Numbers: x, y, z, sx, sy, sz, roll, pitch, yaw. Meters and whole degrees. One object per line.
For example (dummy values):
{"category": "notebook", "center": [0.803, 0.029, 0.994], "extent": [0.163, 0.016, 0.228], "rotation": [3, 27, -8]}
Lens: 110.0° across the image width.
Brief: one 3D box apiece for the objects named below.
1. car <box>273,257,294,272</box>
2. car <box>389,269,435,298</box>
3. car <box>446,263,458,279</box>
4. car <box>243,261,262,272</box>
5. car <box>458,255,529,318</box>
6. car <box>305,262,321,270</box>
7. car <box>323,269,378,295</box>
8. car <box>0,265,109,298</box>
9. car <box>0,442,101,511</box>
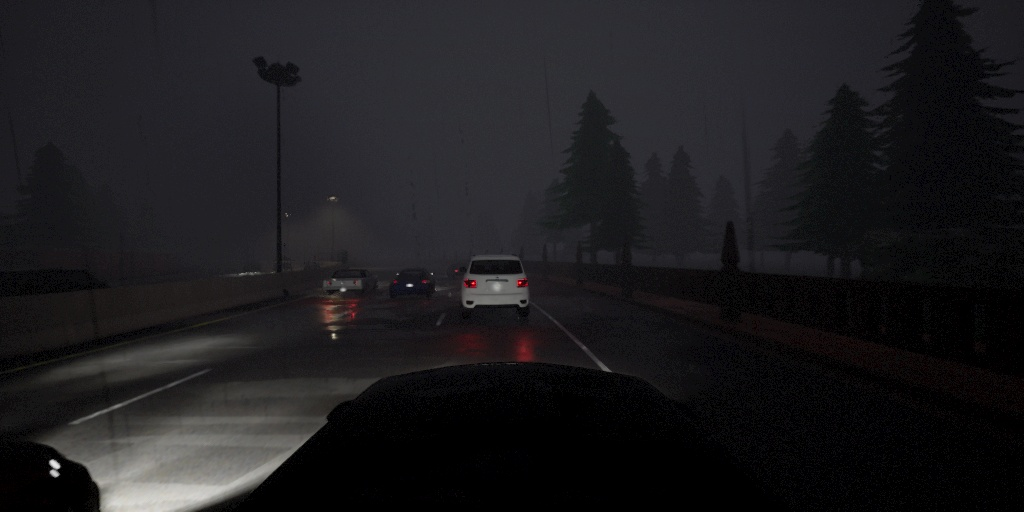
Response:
{"category": "car", "center": [-31.788, 1.096, 49.874], "extent": [2.150, 2.045, 5.566], "rotation": [0, 0, -32]}
{"category": "car", "center": [-5.069, 1.335, 18.623], "extent": [1.994, 1.385, 4.181], "rotation": [0, 0, -9]}
{"category": "car", "center": [-4.905, 1.319, 33.238], "extent": [2.033, 1.411, 5.357], "rotation": [0, 0, -17]}
{"category": "car", "center": [-35.407, 1.381, 49.007], "extent": [2.128, 1.511, 4.902], "rotation": [0, 0, -32]}
{"category": "car", "center": [-0.723, 0.975, 13.251], "extent": [2.150, 2.045, 5.566], "rotation": [0, 0, -6]}
{"category": "car", "center": [-27.933, 1.461, 50.299], "extent": [1.895, 1.301, 4.718], "rotation": [0, 0, -31]}
{"category": "car", "center": [-8.831, 1.386, 20.054], "extent": [1.895, 1.301, 4.718], "rotation": [0, 0, -11]}
{"category": "car", "center": [-14.719, 1.159, 10.416], "extent": [2.097, 1.767, 4.553], "rotation": [0, 0, -7]}
{"category": "car", "center": [-3.552, 1.328, 0.433], "extent": [1.994, 1.385, 4.181], "rotation": [0, 0, 0]}
